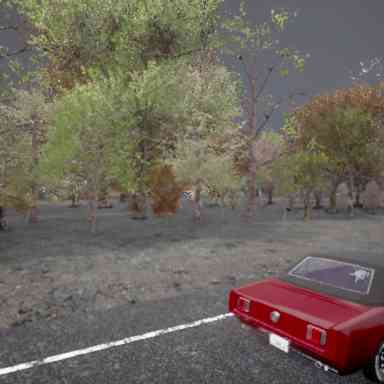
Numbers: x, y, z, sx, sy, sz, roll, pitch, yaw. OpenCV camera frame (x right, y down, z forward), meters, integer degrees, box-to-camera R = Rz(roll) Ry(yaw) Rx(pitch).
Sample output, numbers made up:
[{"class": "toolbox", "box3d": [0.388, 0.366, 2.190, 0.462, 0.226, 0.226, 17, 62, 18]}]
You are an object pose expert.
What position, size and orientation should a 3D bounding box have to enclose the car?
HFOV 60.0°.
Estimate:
[{"class": "car", "box3d": [2.972, 1.624, 5.392, 4.718, 1.301, 1.895, 0, 0, -32]}]
